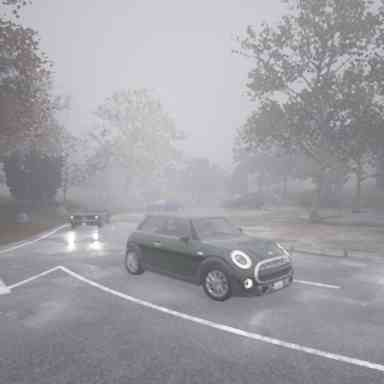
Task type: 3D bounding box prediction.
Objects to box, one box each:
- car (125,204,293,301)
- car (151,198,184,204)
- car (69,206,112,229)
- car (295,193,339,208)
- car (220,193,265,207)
[{"bbox_3d":[0.240,1.349,8.538,2.097,1.767,4.553,0,0,-44],"label":"car"},{"bbox_3d":[-2.897,1.461,36.254,1.882,1.535,5.008,0,0,37],"label":"car"},{"bbox_3d":[-6.596,1.595,21.969,1.895,1.301,4.718,0,0,-4],"label":"car"},{"bbox_3d":[16.985,1.150,45.232,5.566,2.045,2.150,1,0,9],"label":"car"},{"bbox_3d":[6.175,1.146,40.303,5.566,2.045,2.150,-1,0,-25],"label":"car"}]
